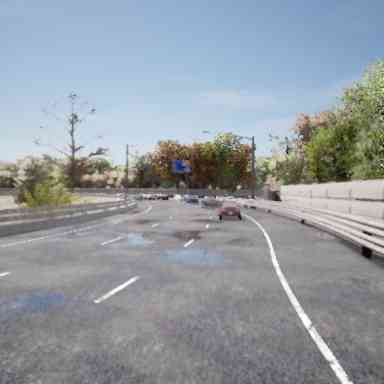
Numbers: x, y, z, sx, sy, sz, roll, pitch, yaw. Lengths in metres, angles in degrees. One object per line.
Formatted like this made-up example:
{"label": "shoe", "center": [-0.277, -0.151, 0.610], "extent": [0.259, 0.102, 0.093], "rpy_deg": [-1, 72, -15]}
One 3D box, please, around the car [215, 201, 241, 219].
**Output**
{"label": "car", "center": [3.276, 1.571, 29.482], "extent": [1.812, 1.442, 4.674], "rpy_deg": [1, 0, 3]}

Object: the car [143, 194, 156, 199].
{"label": "car", "center": [-11.820, 1.235, 92.586], "extent": [1.882, 1.535, 5.008], "rpy_deg": [1, 0, -31]}

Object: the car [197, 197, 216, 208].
{"label": "car", "center": [2.566, 1.548, 49.912], "extent": [2.128, 1.511, 4.902], "rpy_deg": [1, 0, -8]}

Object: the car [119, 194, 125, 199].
{"label": "car", "center": [-18.108, 1.259, 89.471], "extent": [2.033, 1.411, 5.357], "rpy_deg": [1, 0, -31]}

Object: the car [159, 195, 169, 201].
{"label": "car", "center": [-7.484, 1.402, 84.300], "extent": [1.882, 1.535, 5.008], "rpy_deg": [1, 0, -27]}

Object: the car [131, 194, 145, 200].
{"label": "car", "center": [-14.859, 1.249, 90.850], "extent": [2.128, 1.511, 4.902], "rpy_deg": [1, 0, -31]}

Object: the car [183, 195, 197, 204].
{"label": "car", "center": [-0.348, 1.362, 64.609], "extent": [2.097, 1.767, 4.553], "rpy_deg": [1, 0, -15]}

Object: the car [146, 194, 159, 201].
{"label": "car", "center": [-10.633, 1.488, 82.794], "extent": [1.895, 1.301, 4.718], "rpy_deg": [1, 0, -27]}

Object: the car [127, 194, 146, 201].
{"label": "car", "center": [-13.546, 1.391, 80.766], "extent": [2.033, 1.411, 5.357], "rpy_deg": [1, 0, -27]}
